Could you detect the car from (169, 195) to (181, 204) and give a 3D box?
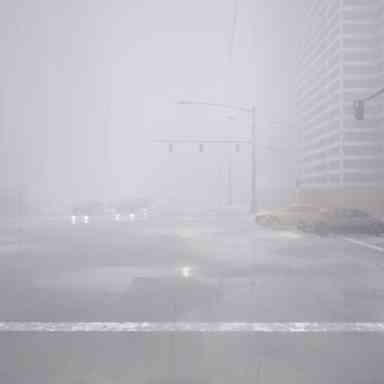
[{"bbox_3d":[-3.451,1.491,64.233,2.128,1.511,4.902,0,0,0],"label":"car"}]

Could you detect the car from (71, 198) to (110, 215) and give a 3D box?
[{"bbox_3d":[-10.543,1.547,34.338,2.033,1.411,5.357,0,0,4],"label":"car"}]

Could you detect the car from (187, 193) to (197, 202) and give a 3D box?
[{"bbox_3d":[0.056,1.184,74.484,2.097,1.767,4.553,0,0,0],"label":"car"}]

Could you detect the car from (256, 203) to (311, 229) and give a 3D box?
[{"bbox_3d":[6.551,1.477,21.066,5.008,1.535,1.882,0,0,0],"label":"car"}]

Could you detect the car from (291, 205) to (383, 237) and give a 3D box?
[{"bbox_3d":[7.774,1.564,17.571,4.181,1.385,1.994,0,0,0],"label":"car"}]

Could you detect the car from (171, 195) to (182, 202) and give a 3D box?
[{"bbox_3d":[-3.444,1.354,74.517,2.128,1.511,4.902,0,0,0],"label":"car"}]

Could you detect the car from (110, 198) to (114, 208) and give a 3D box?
[{"bbox_3d":[-10.558,1.547,44.410,2.033,1.411,5.357,0,0,0],"label":"car"}]

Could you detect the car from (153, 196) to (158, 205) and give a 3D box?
[{"bbox_3d":[-7.023,1.505,57.278,1.837,1.490,4.892,0,0,0],"label":"car"}]

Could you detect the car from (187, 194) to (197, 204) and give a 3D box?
[{"bbox_3d":[0.049,1.547,64.230,2.033,1.411,5.357,0,0,0],"label":"car"}]

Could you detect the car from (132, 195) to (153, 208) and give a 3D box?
[{"bbox_3d":[-7.043,1.505,46.985,1.837,1.490,4.892,0,0,0],"label":"car"}]

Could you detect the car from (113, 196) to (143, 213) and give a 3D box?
[{"bbox_3d":[-7.061,1.525,37.041,1.812,1.442,4.674,0,0,0],"label":"car"}]
